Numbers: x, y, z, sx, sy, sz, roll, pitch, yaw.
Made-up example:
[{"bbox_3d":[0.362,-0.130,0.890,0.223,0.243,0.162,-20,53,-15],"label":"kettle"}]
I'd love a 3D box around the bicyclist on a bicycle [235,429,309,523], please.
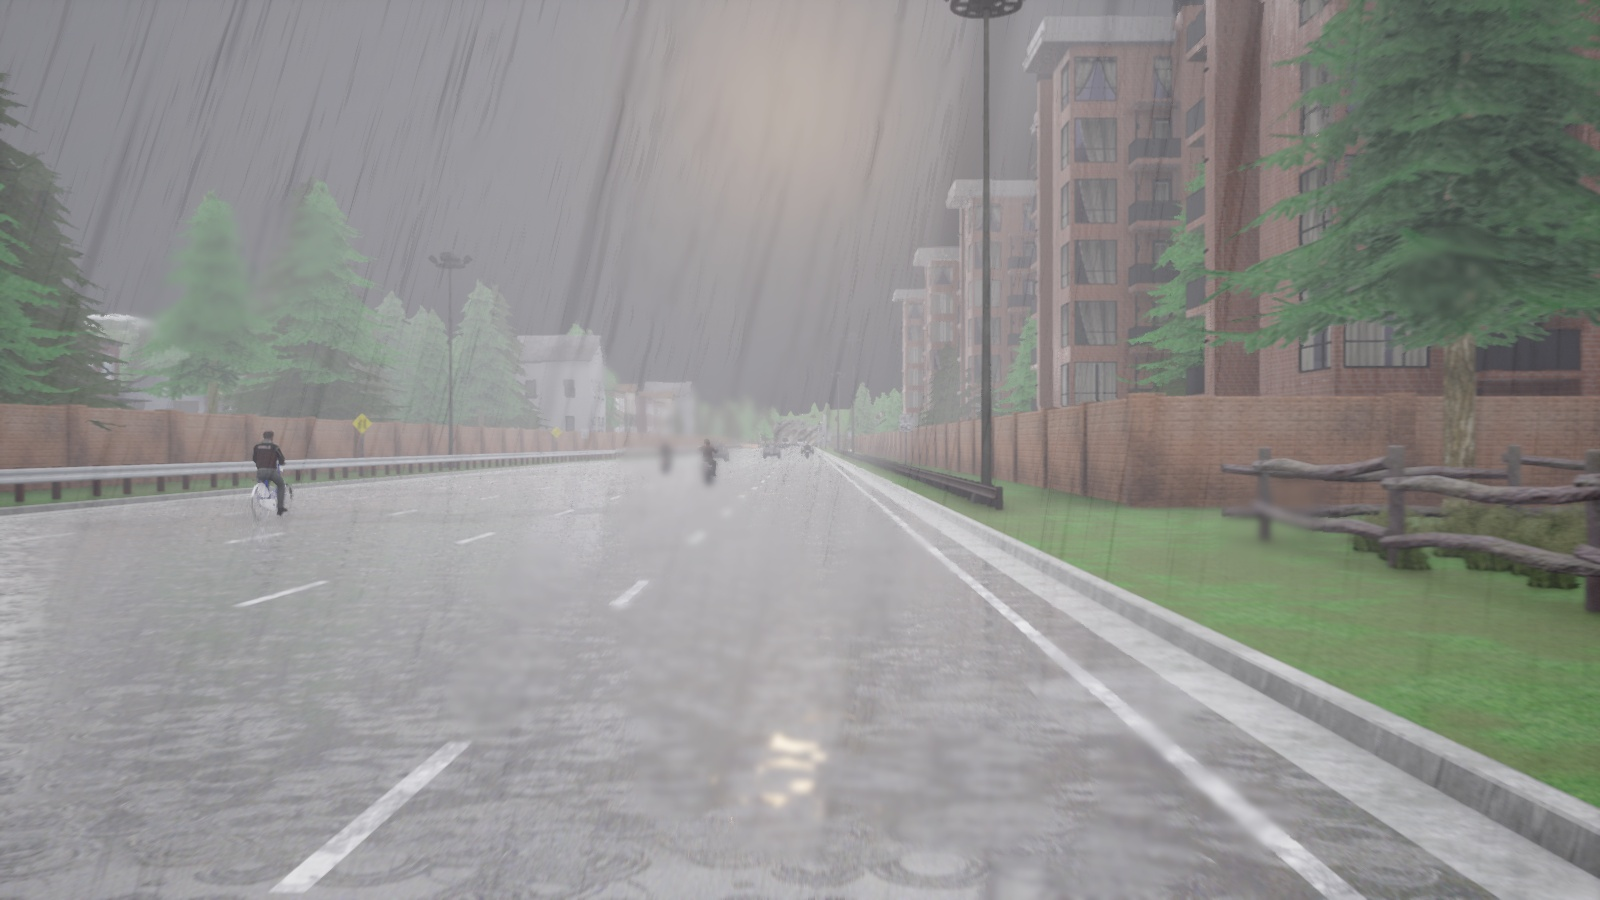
[{"bbox_3d":[-10.342,0.477,24.643,0.659,1.776,1.843,0,1,0],"label":"bicyclist on a bicycle"}]

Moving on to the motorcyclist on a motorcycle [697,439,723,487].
[{"bbox_3d":[-3.224,0.454,45.119,0.766,1.649,2.350,0,0,0],"label":"motorcyclist on a motorcycle"}]

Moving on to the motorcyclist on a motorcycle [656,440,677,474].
[{"bbox_3d":[-6.625,0.360,62.244,0.766,1.649,2.350,0,0,0],"label":"motorcyclist on a motorcycle"}]
